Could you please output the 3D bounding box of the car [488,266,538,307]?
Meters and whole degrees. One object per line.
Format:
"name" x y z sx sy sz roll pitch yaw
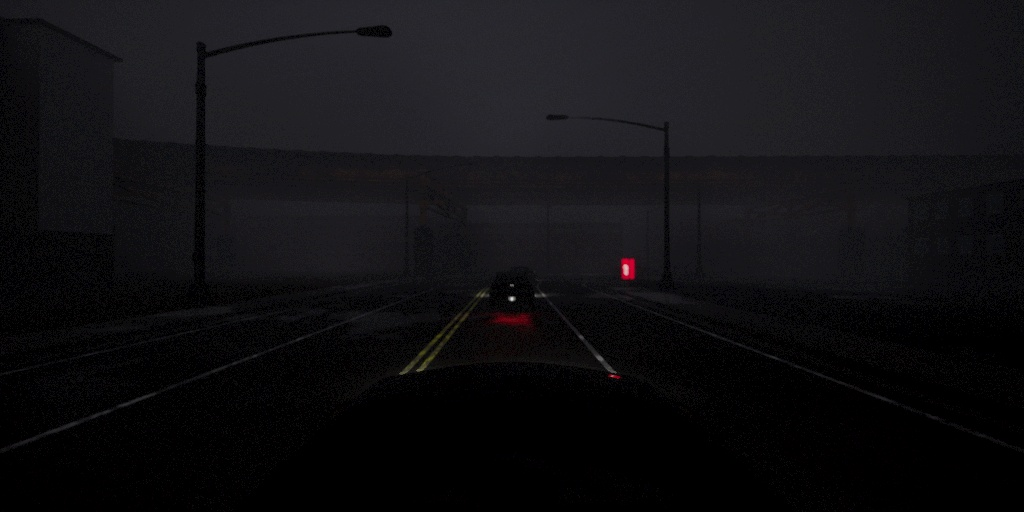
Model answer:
"car" 0.003 1.394 16.167 1.837 1.490 4.892 0 0 0

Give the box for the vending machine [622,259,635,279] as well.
"vending machine" 11.021 1.250 34.006 1.100 2.100 0.880 0 0 42

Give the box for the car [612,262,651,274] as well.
"car" 16.204 1.801 49.557 4.718 1.301 1.895 0 -1 -17

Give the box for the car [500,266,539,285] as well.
"car" 0.785 1.566 30.303 2.033 1.411 5.357 0 -1 16
